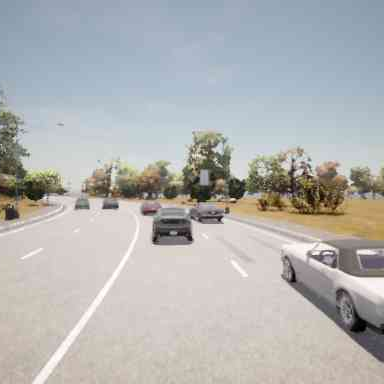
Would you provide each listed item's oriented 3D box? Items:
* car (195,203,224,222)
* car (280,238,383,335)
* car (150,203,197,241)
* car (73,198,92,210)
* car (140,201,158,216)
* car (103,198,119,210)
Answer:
[{"bbox_3d":[1.055,1.549,26.408,2.033,1.411,5.357,0,0,-10],"label":"car"},{"bbox_3d":[3.324,1.594,6.752,1.895,1.301,4.718,0,0,-3],"label":"car"},{"bbox_3d":[-1.055,1.508,16.698,1.837,1.490,4.892,0,0,-6],"label":"car"},{"bbox_3d":[-14.029,1.522,42.613,1.837,1.490,4.892,0,0,-18],"label":"car"},{"bbox_3d":[-4.215,1.573,34.154,1.994,1.385,4.181,0,0,-14],"label":"car"},{"bbox_3d":[-10.602,1.493,43.395,1.882,1.535,5.008,0,0,-18],"label":"car"}]
